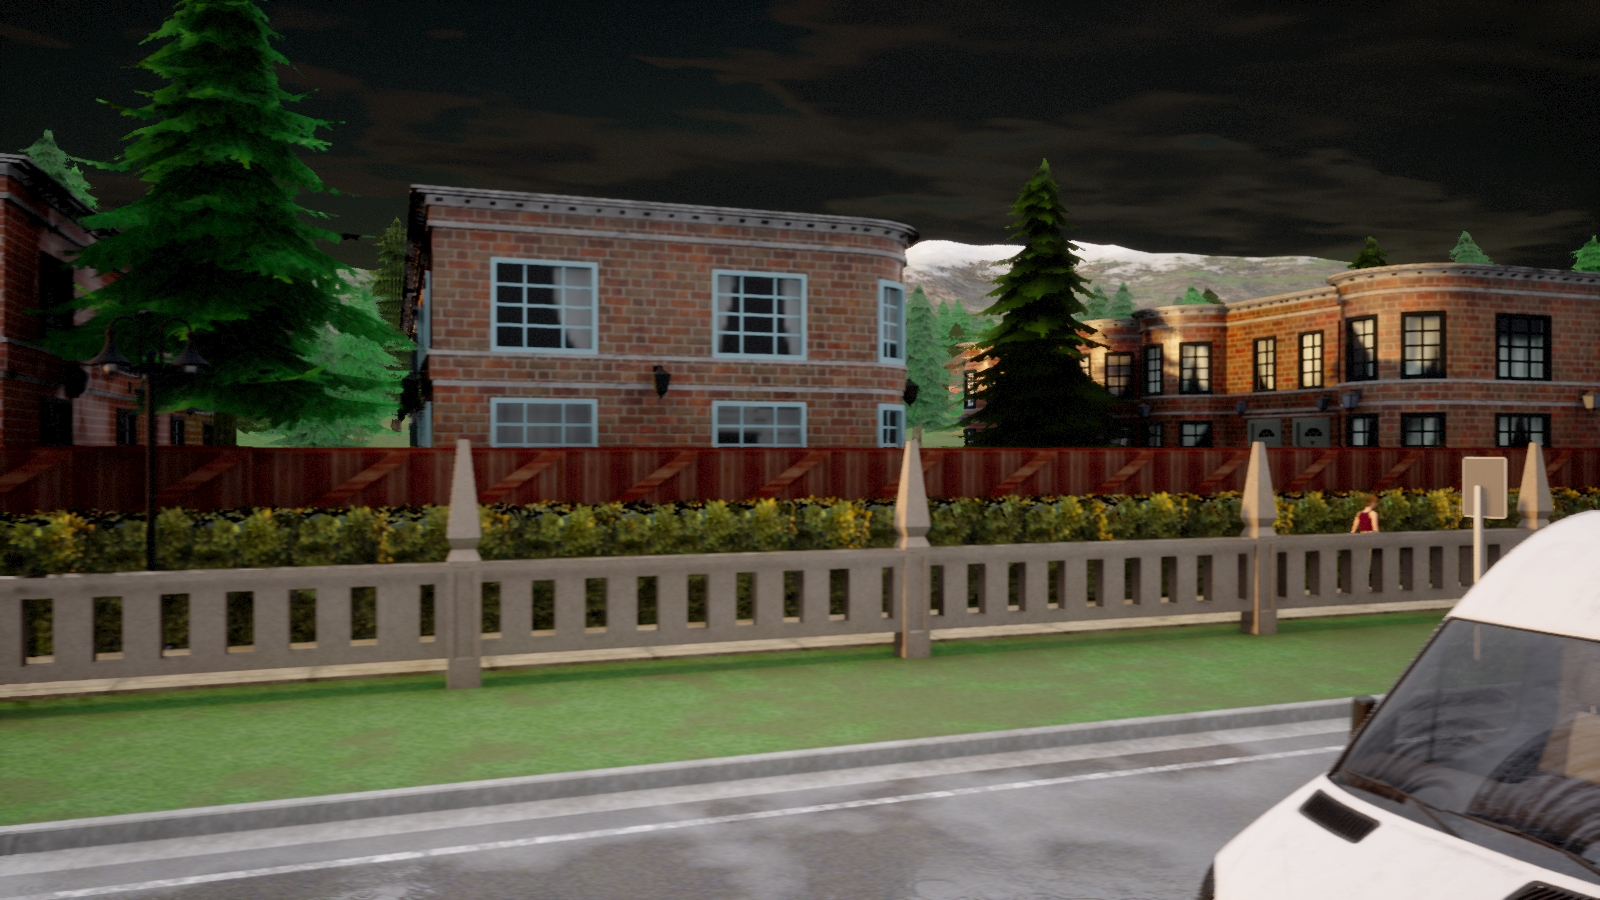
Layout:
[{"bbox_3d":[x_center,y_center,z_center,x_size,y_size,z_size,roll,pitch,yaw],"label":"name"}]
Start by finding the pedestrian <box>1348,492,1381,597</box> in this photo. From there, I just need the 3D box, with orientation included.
[{"bbox_3d":[10.224,1.702,20.699,0.375,1.860,0.375,0,0,-20],"label":"pedestrian"}]

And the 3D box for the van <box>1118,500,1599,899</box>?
[{"bbox_3d":[4.470,1.535,4.923,5.915,2.561,1.988,0,0,-20],"label":"van"}]
